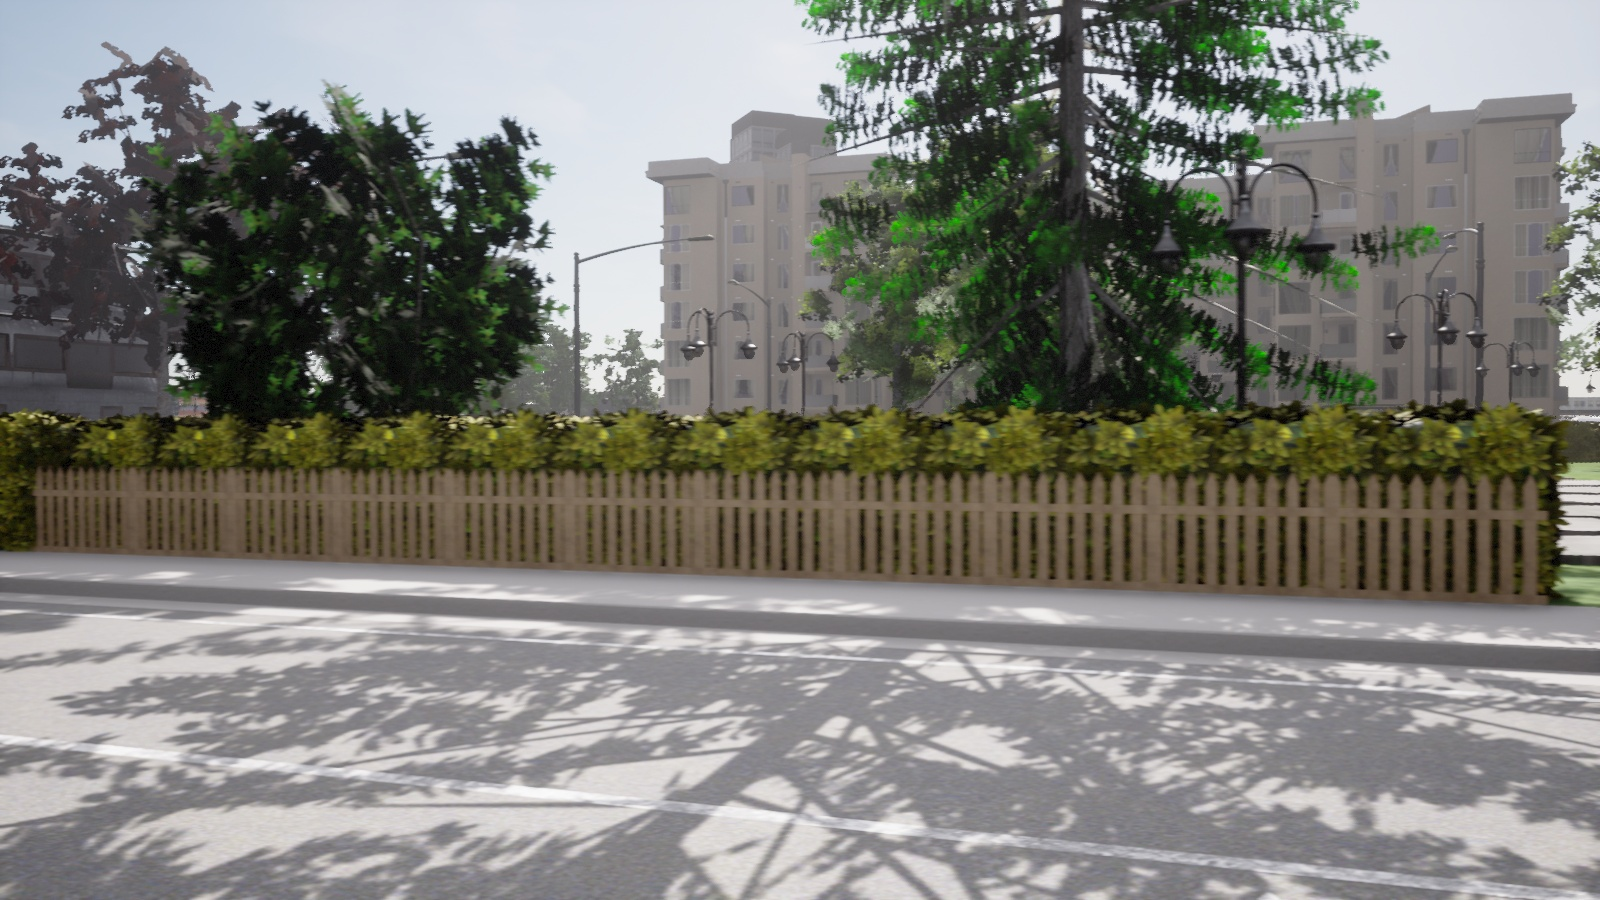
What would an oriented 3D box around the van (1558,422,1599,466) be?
[{"bbox_3d":[38.666,-0.262,59.392,4.480,2.038,2.069,1,1,20],"label":"van"}]
